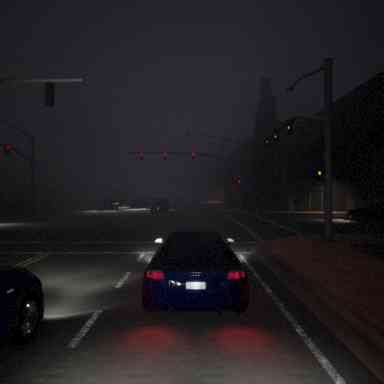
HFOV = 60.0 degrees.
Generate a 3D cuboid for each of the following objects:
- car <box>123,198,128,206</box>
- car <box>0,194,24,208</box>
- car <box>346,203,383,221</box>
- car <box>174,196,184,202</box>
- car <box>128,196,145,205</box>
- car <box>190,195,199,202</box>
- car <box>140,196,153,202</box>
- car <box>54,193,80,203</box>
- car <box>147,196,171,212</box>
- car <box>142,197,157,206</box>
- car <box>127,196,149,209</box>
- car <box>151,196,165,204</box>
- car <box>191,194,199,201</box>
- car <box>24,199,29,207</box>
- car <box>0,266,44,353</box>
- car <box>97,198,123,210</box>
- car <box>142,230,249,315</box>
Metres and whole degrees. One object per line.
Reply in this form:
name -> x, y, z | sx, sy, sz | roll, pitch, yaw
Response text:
car -> -10.526, 1.564, 51.801 | 1.994, 1.385, 4.181 | 0, 0, 4
car -> -24.969, 1.153, 43.146 | 4.605, 1.855, 1.932 | 0, 0, 0
car -> 15.241, 1.547, 26.458 | 5.357, 1.411, 2.033 | 0, 0, 0
car -> -2.865, 1.553, 74.570 | 1.994, 1.385, 4.181 | 0, 0, 2
car -> -10.269, 1.491, 61.738 | 2.128, 1.511, 4.902 | 0, 0, 2
car -> 0.584, 1.535, 72.637 | 2.033, 1.411, 5.357 | 0, 0, 2
car -> -9.920, 1.532, 72.613 | 1.994, 1.385, 4.181 | 0, 0, 2
car -> -24.937, 1.156, 65.664 | 3.866, 1.878, 1.905 | 0, 0, 0
car -> -3.656, 1.505, 38.873 | 1.837, 1.490, 4.892 | 1, 0, 2
car -> -6.961, 1.526, 54.862 | 1.812, 1.442, 4.674 | 0, 0, 2
car -> -7.169, 1.564, 46.102 | 1.994, 1.385, 4.181 | 0, 0, 2
car -> -6.645, 1.564, 65.410 | 1.994, 1.385, 4.181 | 0, 0, 2
car -> 0.864, 1.395, 83.281 | 1.882, 1.535, 5.008 | 0, 0, 2
car -> -24.912, 1.156, 46.041 | 3.866, 1.878, 1.905 | 0, 0, 0
car -> -3.442, 1.352, 3.538 | 2.097, 1.767, 4.553 | 0, 0, 0
car -> -10.734, 1.505, 42.892 | 1.837, 1.490, 4.892 | 0, 0, 1
car -> 0.066, 1.564, 7.677 | 1.994, 1.385, 4.181 | 0, 0, 0
